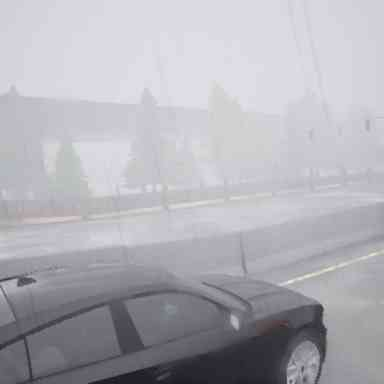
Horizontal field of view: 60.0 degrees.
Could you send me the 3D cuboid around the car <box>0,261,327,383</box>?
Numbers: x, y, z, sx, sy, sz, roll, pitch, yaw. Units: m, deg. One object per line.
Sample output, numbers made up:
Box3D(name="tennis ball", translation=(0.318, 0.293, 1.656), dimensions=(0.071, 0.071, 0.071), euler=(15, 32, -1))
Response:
Box3D(name="car", translation=(-0.693, 1.455, 3.255), dimensions=(5.008, 1.535, 1.882), euler=(-2, 1, -36))
